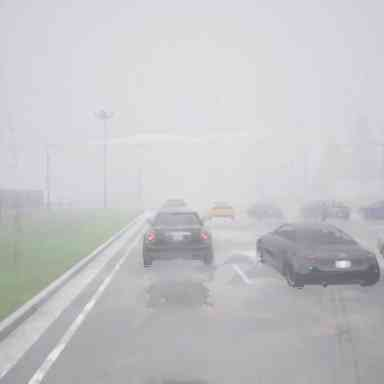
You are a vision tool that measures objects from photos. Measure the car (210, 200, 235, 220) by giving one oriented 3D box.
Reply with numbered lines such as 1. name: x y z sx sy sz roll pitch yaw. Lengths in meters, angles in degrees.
1. car: 2.135 1.360 26.665 1.882 1.535 5.008 -1 0 -3

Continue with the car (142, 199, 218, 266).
1. car: -0.515 1.321 11.606 2.097 1.767 4.553 -1 0 -3

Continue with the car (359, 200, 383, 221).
1. car: 12.944 1.230 21.749 1.882 1.535 5.008 -1 0 -3

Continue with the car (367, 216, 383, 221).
1. car: 6.712 1.483 8.226 1.895 1.301 4.718 -1 0 -3

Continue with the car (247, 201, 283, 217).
1. car: 5.666 1.400 26.217 1.994 1.385 4.181 -1 0 -3

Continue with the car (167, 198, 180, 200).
1. car: -1.381 1.284 26.789 2.097 1.767 4.553 -1 1 -3

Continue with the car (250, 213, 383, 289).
1. car: 3.110 1.492 9.049 1.994 1.385 4.181 -1 0 -3

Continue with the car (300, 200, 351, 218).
1. car: 9.322 1.286 23.643 2.128 1.511 4.902 -1 0 -3
